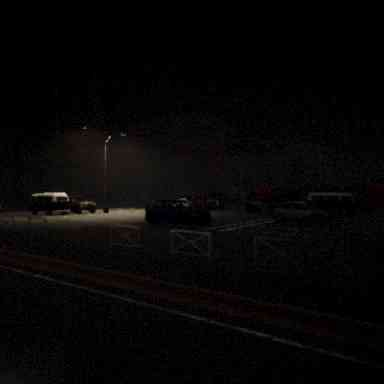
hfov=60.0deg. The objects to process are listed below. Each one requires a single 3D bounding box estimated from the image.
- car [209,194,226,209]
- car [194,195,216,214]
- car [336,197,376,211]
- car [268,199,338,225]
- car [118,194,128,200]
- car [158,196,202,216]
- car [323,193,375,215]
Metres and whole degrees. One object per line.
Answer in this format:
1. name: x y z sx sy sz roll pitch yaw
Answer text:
1. car: 1.870 1.199 40.743 4.605 1.855 1.932 0 0 36
2. car: 0.346 1.410 38.534 3.905 1.438 1.784 0 0 36
3. car: 19.083 1.377 38.780 3.905 1.438 1.784 0 0 36
4. car: 7.557 1.409 22.688 3.806 1.475 1.970 0 0 36
5. car: -19.604 1.432 92.561 1.851 1.617 3.988 0 0 36
6. car: -1.344 1.441 36.183 3.806 1.475 1.970 0 0 36
7. car: 17.341 1.167 36.465 4.605 1.855 1.932 0 0 36
